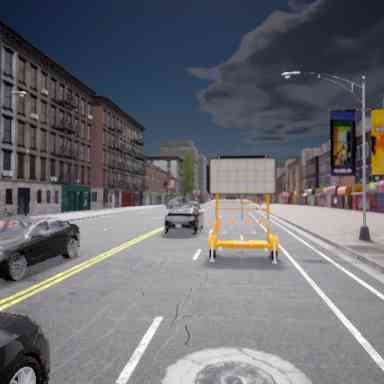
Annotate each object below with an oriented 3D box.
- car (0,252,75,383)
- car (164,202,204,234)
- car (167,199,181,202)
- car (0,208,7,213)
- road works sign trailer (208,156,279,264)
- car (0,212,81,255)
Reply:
[{"bbox_3d":[-2.655,1.504,1.694,1.837,1.490,4.892,0,0,7],"label":"car"},{"bbox_3d":[-0.385,1.568,19.797,2.128,1.511,4.902,0,0,7],"label":"car"},{"bbox_3d":[-2.851,1.904,53.836,2.097,1.767,4.553,0,-1,7],"label":"car"},{"bbox_3d":[-8.152,1.372,11.687,2.097,1.767,4.553,0,0,7],"label":"car"},{"bbox_3d":[1.825,0.493,12.103,2.380,3.560,2.880,0,0,7],"label":"road works sign trailer"},{"bbox_3d":[-5.091,1.507,9.979,2.128,1.511,4.902,0,0,7],"label":"car"}]
